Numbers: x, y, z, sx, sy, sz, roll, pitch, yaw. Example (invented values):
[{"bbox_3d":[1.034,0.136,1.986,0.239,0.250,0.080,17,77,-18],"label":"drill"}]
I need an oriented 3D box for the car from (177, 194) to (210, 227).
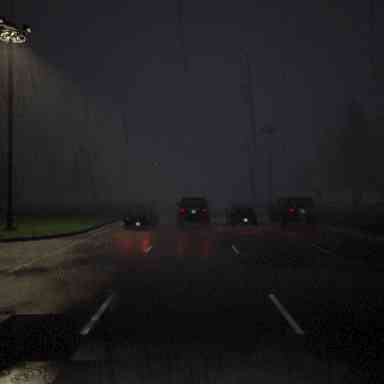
[{"bbox_3d":[0.102,1.348,23.893,2.150,2.045,5.566,0,0,0],"label":"car"}]

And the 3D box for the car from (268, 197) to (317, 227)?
[{"bbox_3d":[7.100,1.347,23.940,2.150,2.045,5.566,0,0,0],"label":"car"}]

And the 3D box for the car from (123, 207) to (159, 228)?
[{"bbox_3d":[-3.400,1.722,23.147,1.895,1.301,4.718,0,0,0],"label":"car"}]

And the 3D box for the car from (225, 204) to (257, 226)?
[{"bbox_3d":[3.601,1.634,24.712,1.837,1.490,4.892,0,0,0],"label":"car"}]
